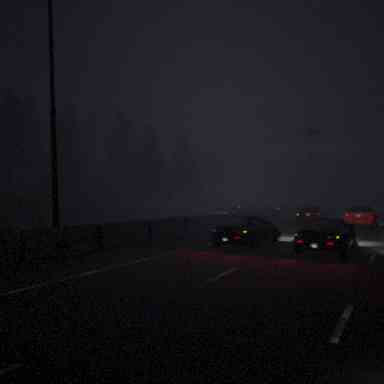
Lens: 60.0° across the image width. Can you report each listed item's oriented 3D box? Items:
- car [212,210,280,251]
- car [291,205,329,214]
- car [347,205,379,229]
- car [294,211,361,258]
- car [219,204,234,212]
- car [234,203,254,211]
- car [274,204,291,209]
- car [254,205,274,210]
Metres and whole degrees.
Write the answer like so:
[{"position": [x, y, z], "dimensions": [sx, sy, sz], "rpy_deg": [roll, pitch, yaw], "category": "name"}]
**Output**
[{"position": [2.608, 1.777, 15.571], "dimensions": [1.812, 1.442, 4.674], "rpy_deg": [-1, -1, 33], "category": "car"}, {"position": [10.150, 1.847, 27.568], "dimensions": [2.097, 1.767, 4.553], "rpy_deg": [-1, -2, 33], "category": "car"}, {"position": [13.111, 1.798, 25.703], "dimensions": [2.097, 1.767, 4.553], "rpy_deg": [-1, -2, 33], "category": "car"}, {"position": [5.571, 1.729, 13.708], "dimensions": [1.812, 1.442, 4.674], "rpy_deg": [-1, -1, 33], "category": "car"}, {"position": [6.959, 3.032, 62.040], "dimensions": [2.033, 1.411, 5.357], "rpy_deg": [-1, -2, 33], "category": "car"}, {"position": [10.100, 2.800, 60.495], "dimensions": [2.097, 1.767, 4.553], "rpy_deg": [-1, -2, 33], "category": "car"}, {"position": [16.267, 2.869, 57.161], "dimensions": [1.837, 1.490, 4.892], "rpy_deg": [-1, -2, 33], "category": "car"}, {"position": [13.086, 3.002, 58.666], "dimensions": [1.895, 1.301, 4.718], "rpy_deg": [-1, -2, 33], "category": "car"}]
